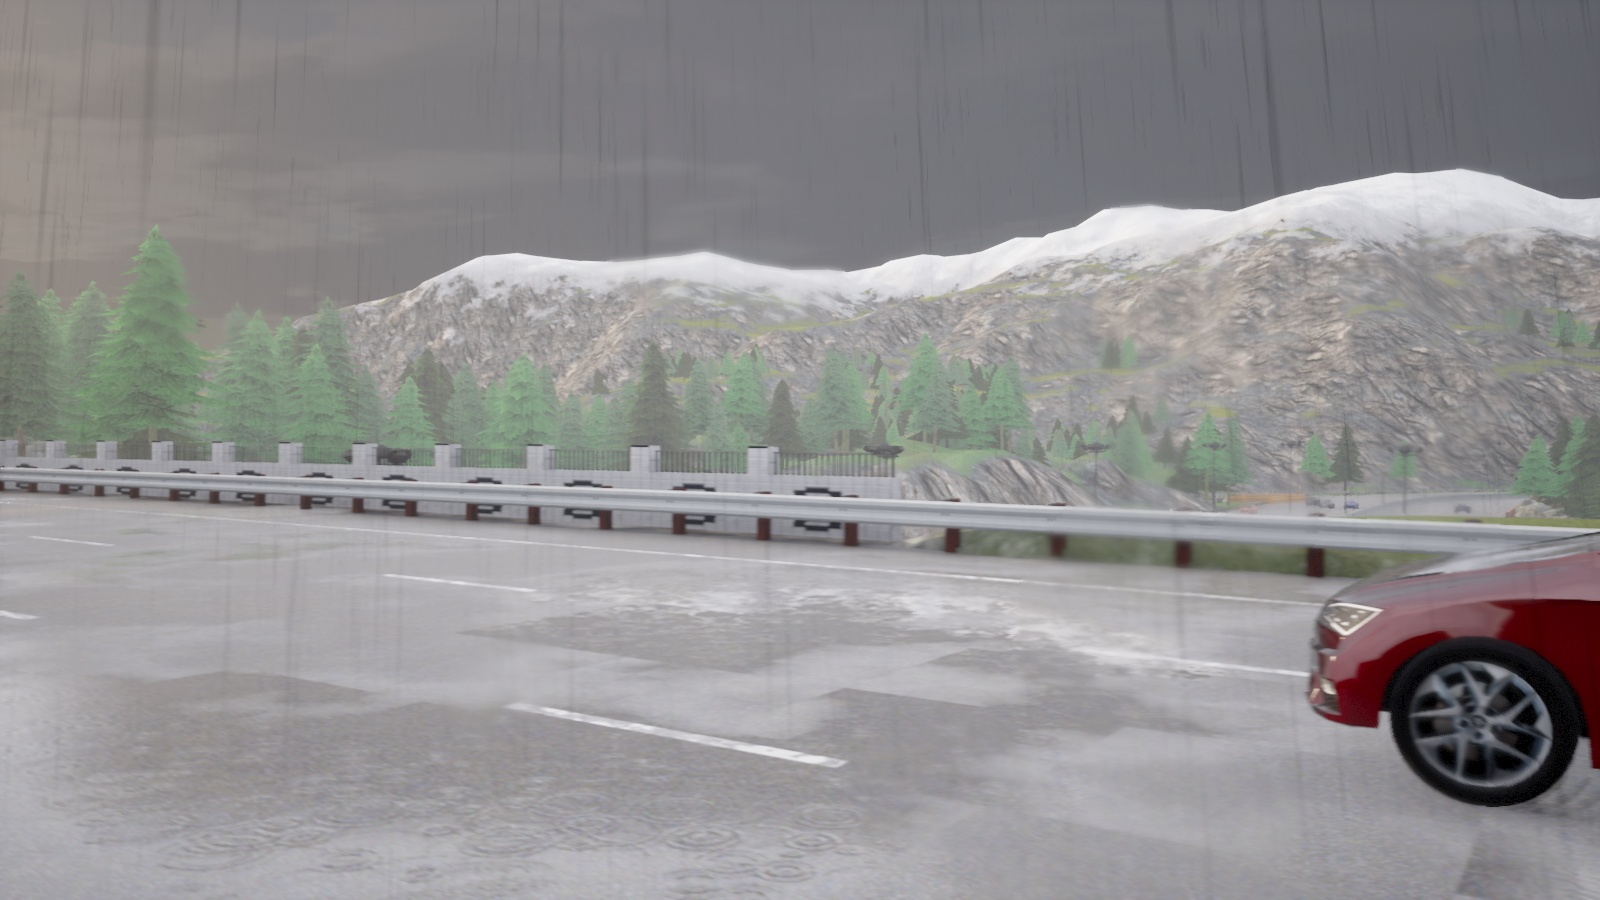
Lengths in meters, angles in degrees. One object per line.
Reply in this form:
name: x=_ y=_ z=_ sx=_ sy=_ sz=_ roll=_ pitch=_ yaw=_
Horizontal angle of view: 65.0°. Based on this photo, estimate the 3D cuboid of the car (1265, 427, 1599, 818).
car: x=4.254 y=0.638 z=4.999 sx=4.193 sy=1.474 sz=1.816 roll=0 pitch=1 yaw=34
